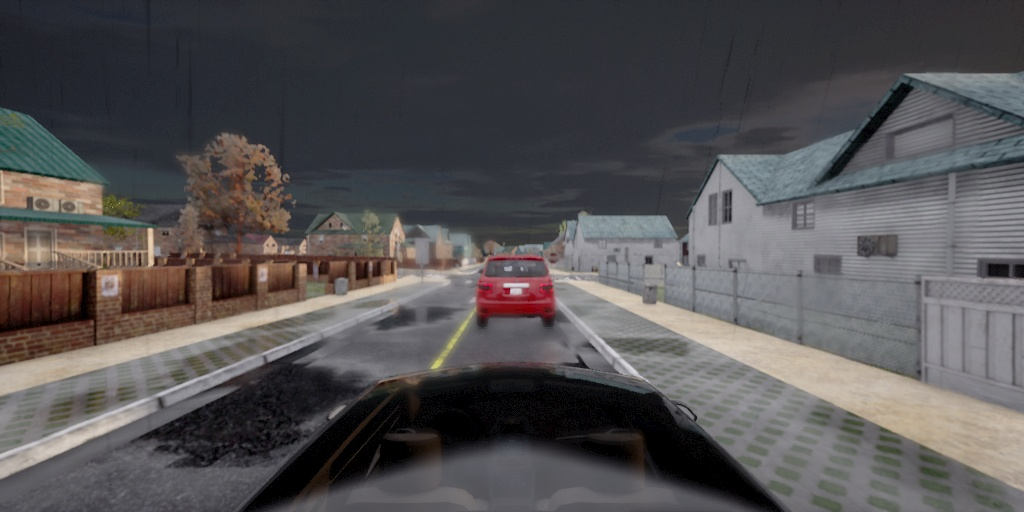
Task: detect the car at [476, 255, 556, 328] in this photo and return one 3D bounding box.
[{"bbox_3d":[0.088,0.989,11.581,2.150,2.045,5.566,0,0,0],"label":"car"}]

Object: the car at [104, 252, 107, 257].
[{"bbox_3d":[-44.201,0.155,36.367,5.566,2.045,2.150,1,1,2],"label":"car"}]

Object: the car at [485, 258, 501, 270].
[{"bbox_3d":[-2.902,1.218,55.750,2.097,1.767,4.553,0,0,0],"label":"car"}]
